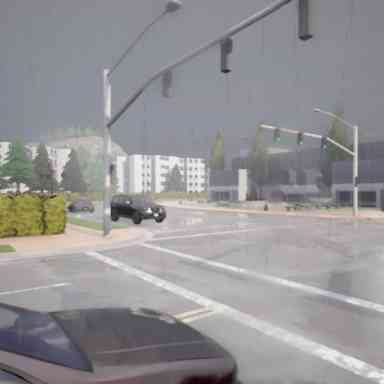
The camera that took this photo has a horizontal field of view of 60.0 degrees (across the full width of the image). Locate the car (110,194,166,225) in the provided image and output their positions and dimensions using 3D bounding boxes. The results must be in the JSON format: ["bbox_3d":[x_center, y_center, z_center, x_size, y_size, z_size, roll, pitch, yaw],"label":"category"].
[{"bbox_3d":[-4.180,1.212,24.680,2.150,2.045,5.566,0,0,-39],"label":"car"}]

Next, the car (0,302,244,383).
[{"bbox_3d":[-2.113,1.548,2.260,5.357,1.411,2.033,0,0,-35],"label":"car"}]

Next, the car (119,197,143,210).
[{"bbox_3d":[-8.090,1.461,43.540,1.882,1.535,5.008,0,0,-26],"label":"car"}]

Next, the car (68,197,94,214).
[{"bbox_3d":[-11.866,1.553,35.549,1.994,1.385,4.181,0,0,-31],"label":"car"}]
